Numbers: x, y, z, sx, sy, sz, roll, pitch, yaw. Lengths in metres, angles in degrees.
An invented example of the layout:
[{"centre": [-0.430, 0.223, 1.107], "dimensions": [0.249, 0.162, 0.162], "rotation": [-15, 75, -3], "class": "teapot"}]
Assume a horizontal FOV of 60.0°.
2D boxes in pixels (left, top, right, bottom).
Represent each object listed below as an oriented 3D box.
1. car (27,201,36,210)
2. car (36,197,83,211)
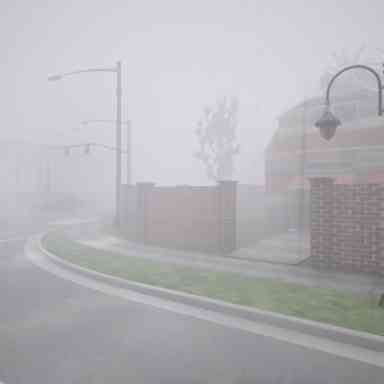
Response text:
[{"centre": [-17.752, 1.397, 40.840], "dimensions": [1.812, 1.442, 4.674], "rotation": [0, 1, 37], "class": "car"}, {"centre": [-15.021, 1.373, 38.653], "dimensions": [1.837, 1.490, 4.892], "rotation": [0, 1, 36], "class": "car"}]
